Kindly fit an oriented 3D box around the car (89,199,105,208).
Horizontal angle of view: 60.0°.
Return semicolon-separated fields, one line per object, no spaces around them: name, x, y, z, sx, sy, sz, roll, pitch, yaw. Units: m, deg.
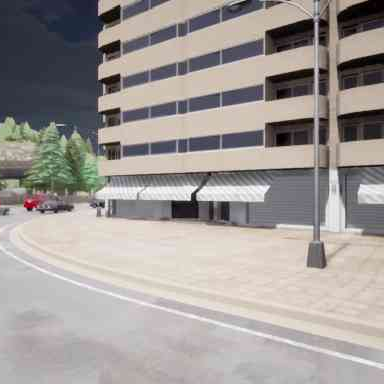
car;-12.064;1.601;46.621;1.895;1.301;4.718;0;0;27

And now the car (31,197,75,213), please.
car;-14.945;1.547;36.582;2.033;1.411;5.357;0;0;7

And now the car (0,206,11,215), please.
car;-18.673;1.601;30.599;1.895;1.301;4.718;0;0;-3

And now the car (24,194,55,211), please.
car;-17.870;1.221;40.487;2.150;2.045;5.566;0;0;14
